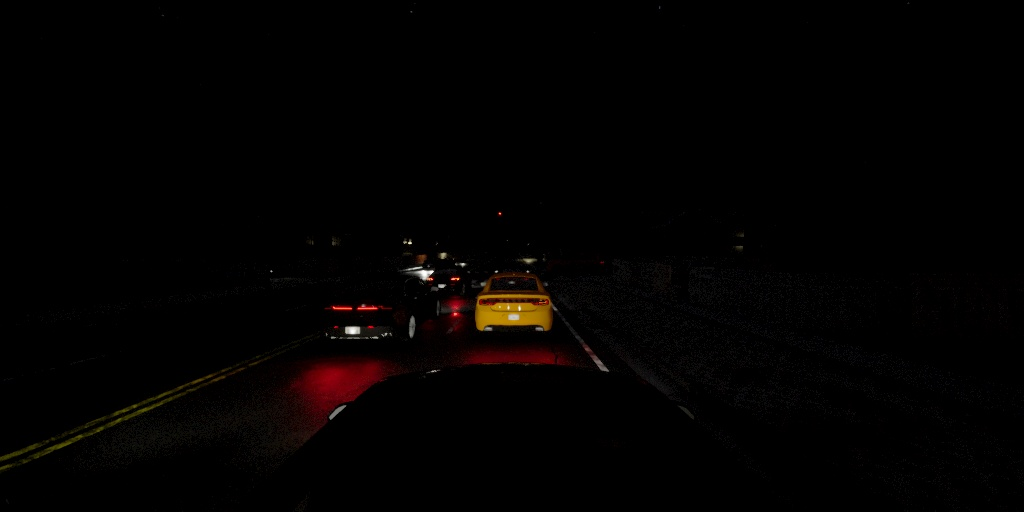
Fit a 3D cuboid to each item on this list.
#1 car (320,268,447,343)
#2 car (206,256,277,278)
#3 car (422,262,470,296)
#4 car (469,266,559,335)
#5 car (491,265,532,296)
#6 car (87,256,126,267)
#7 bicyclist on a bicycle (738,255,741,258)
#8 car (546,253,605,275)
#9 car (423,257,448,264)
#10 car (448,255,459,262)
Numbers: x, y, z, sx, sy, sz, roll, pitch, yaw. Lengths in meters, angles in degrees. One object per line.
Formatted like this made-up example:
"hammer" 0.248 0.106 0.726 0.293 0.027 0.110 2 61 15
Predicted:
"car" -3.190 1.239 9.615 1.837 1.490 4.892 0 0 0
"car" -23.643 0.992 31.204 5.566 2.045 2.150 0 1 2
"car" -3.248 1.212 18.924 1.812 1.442 4.674 0 0 1
"car" 0.062 1.209 10.499 1.882 1.535 5.008 0 0 0
"car" 0.008 1.247 19.388 1.994 1.385 4.181 0 0 1
"car" -36.497 1.071 31.967 5.566 2.045 2.150 0 1 5
"bicyclist on a bicycle" 18.405 0.782 28.817 0.582 1.620 1.656 0 0 -2
"car" 6.089 0.736 34.686 5.566 2.045 2.150 0 1 5
"car" -9.919 0.932 45.183 2.128 1.511 4.902 0 1 0
"car" -9.932 0.894 55.175 1.994 1.385 4.181 0 1 0
